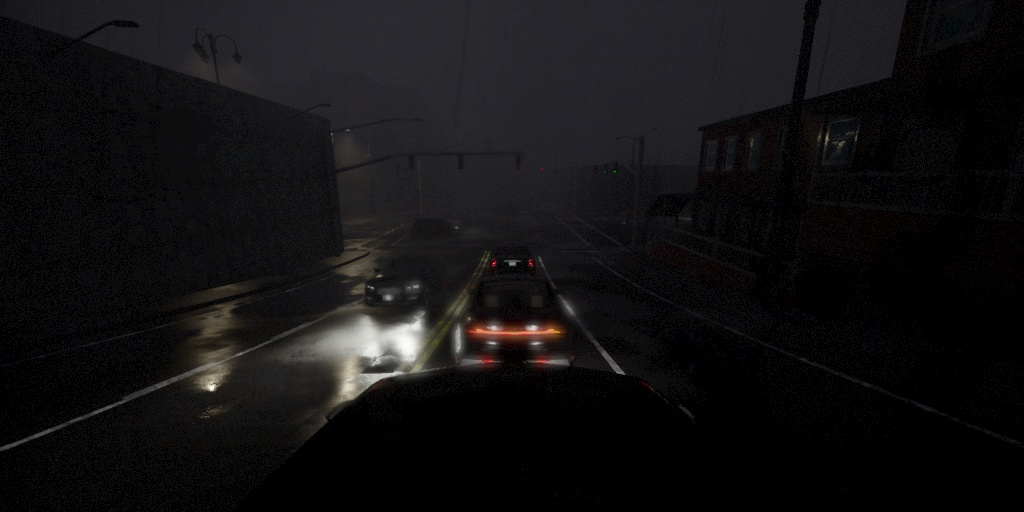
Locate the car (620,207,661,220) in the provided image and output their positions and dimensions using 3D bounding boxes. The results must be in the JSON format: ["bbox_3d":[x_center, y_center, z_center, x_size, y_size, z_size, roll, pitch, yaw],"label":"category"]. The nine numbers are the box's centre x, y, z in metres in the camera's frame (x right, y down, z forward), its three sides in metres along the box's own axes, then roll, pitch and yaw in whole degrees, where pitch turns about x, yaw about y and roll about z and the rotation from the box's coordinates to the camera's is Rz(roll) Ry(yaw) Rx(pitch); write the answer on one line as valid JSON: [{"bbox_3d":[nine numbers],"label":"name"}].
[{"bbox_3d":[16.470,-5.546,46.037,5.008,1.535,1.882,0,12,0],"label":"car"}]

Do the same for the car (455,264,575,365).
[{"bbox_3d":[0.056,1.122,7.182,1.837,1.490,4.892,0,2,0],"label":"car"}]

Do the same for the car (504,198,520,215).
[{"bbox_3d":[0.032,-7.133,52.735,2.097,1.767,4.553,1,12,4],"label":"car"}]

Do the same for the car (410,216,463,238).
[{"bbox_3d":[-6.773,-2.656,32.245,4.553,1.767,2.097,0,12,0],"label":"car"}]

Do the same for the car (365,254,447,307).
[{"bbox_3d":[-3.589,0.735,12.825,2.128,1.511,4.902,0,5,0],"label":"car"}]

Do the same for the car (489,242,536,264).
[{"bbox_3d":[0.025,0.085,17.435,2.097,1.767,4.553,0,7,0],"label":"car"}]

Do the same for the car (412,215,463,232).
[{"bbox_3d":[-7.338,-3.233,35.705,4.674,1.442,1.812,0,12,0],"label":"car"}]
